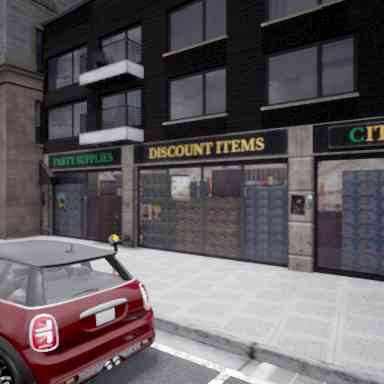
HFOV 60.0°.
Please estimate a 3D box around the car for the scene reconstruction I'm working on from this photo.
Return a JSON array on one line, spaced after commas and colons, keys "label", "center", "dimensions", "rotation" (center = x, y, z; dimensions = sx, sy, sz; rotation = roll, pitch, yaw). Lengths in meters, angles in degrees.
[{"label": "car", "center": [-2.559, 1.438, 4.905], "dimensions": [4.097, 1.590, 1.967], "rotation": [0, 0, 36]}]
